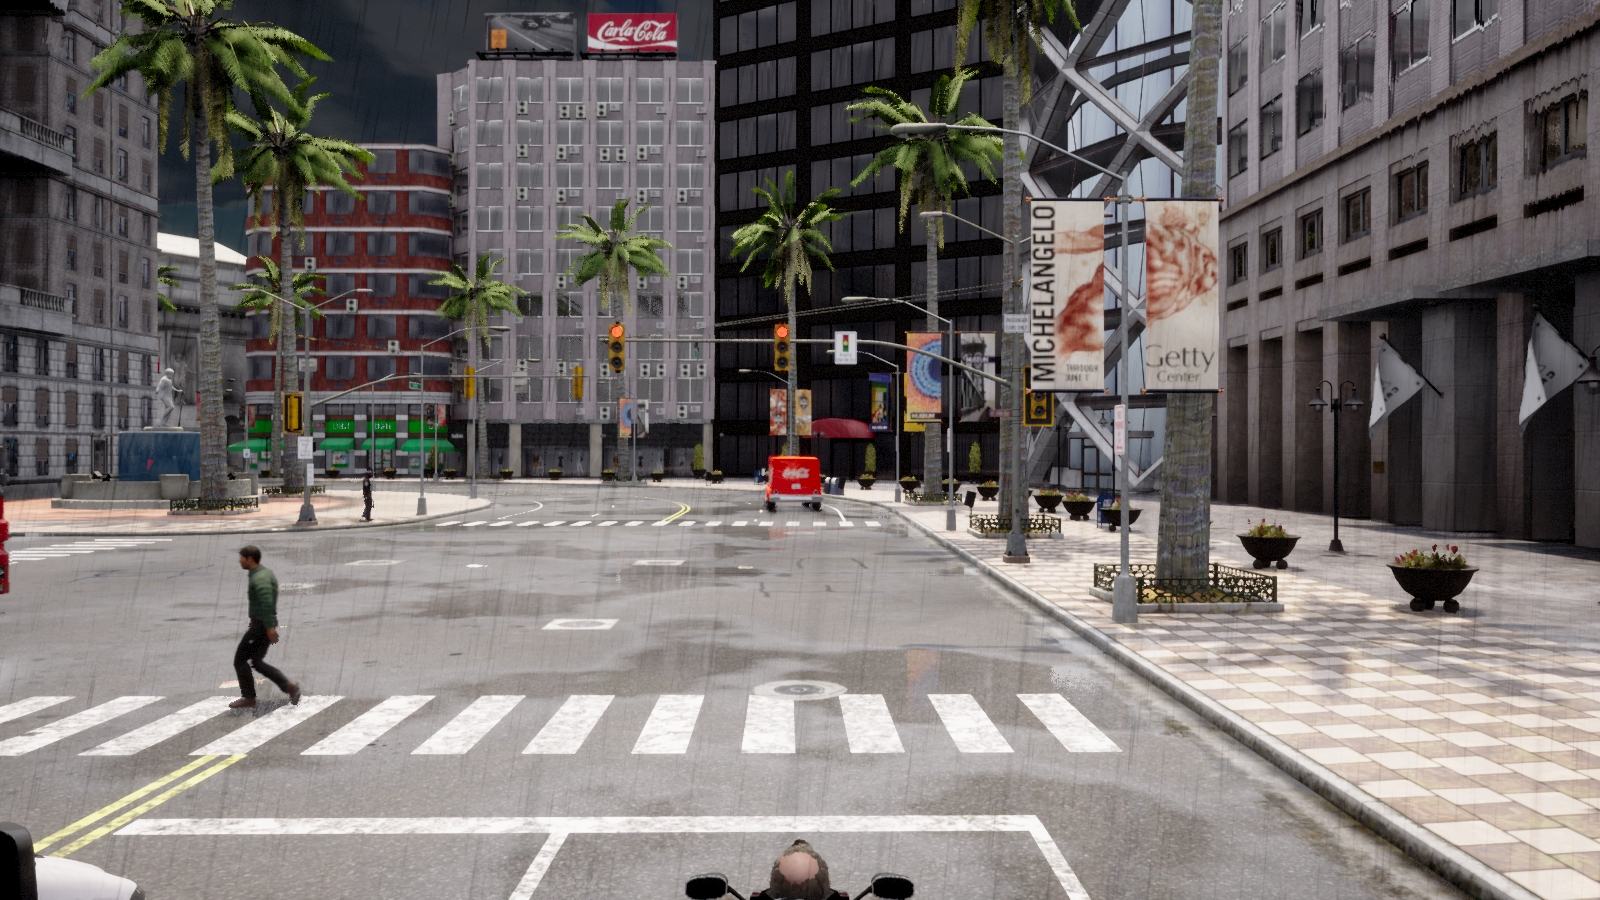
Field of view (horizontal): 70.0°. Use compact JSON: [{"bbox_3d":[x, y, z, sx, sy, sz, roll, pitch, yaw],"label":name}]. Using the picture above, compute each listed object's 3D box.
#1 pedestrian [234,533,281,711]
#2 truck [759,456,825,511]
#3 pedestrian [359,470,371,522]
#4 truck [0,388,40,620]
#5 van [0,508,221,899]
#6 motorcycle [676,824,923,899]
[{"bbox_3d":[-5.851,1.842,12.338,0.375,1.860,0.375,0,0,-12],"label":"pedestrian"},{"bbox_3d":[-0.456,1.546,54.381,2.627,2.467,5.204,1,0,-6],"label":"truck"},{"bbox_3d":[-15.908,1.679,41.807,0.375,1.860,0.375,0,0,-27],"label":"pedestrian"},{"bbox_3d":[-17.403,0.882,19.704,8.468,3.827,2.891,0,0,22],"label":"truck"},{"bbox_3d":[-3.507,1.533,1.998,1.988,2.561,5.915,0,0,0],"label":"van"},{"bbox_3d":[-0.001,2.203,3.717,0.867,1.251,2.209,0,0,0],"label":"motorcycle"}]
